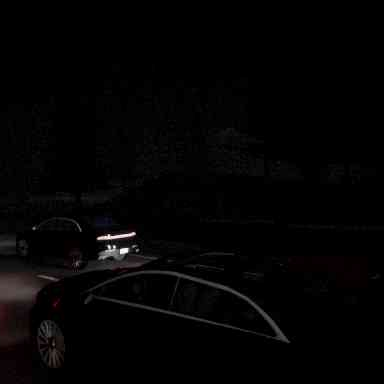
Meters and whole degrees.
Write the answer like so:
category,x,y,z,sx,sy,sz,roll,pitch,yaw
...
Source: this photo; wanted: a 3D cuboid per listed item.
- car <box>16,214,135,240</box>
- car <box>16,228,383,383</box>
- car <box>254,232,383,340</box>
category,x,y,z,sx,sy,sz,roll,pitch,yaw
car,-3.934,1.482,11.010,4.902,1.511,2.128,0,0,36
car,-0.031,1.491,4.010,4.902,1.511,2.128,0,0,35
car,3.646,1.601,5.691,4.718,1.301,1.895,0,0,36
